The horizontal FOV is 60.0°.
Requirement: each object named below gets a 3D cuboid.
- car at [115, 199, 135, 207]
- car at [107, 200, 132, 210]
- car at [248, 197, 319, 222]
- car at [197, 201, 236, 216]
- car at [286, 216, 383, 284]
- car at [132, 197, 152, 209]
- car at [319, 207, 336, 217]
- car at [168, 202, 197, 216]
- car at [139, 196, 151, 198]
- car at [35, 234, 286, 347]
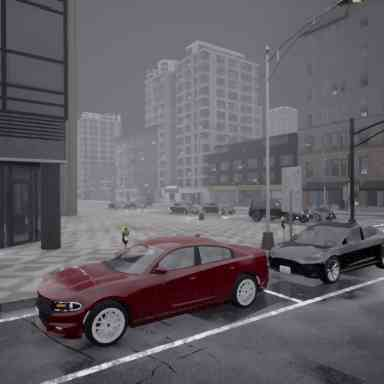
[{"bbox_3d":[-13.858,2.283,68.377,2.033,1.411,5.357,0,0,-35],"label":"car"},{"bbox_3d":[-12.364,2.162,54.842,2.128,1.511,4.902,0,0,-35],"label":"car"},{"bbox_3d":[7.072,1.474,27.208,2.150,2.045,5.566,0,-1,-35],"label":"car"},{"bbox_3d":[3.059,1.882,38.510,1.837,1.490,4.892,0,1,-35],"label":"car"},{"bbox_3d":[4.099,1.564,9.576,4.313,1.339,1.947,0,0,-35],"label":"car"},{"bbox_3d":[-9.361,2.127,56.213,2.128,1.511,4.902,0,-1,-35],"label":"car"},{"bbox_3d":[10.126,1.790,28.521,1.994,1.385,4.181,0,-1,-36],"label":"car"},{"bbox_3d":[-1.035,1.933,38.672,1.837,1.490,4.892,0,0,-35],"label":"car"},{"bbox_3d":[-10.320,1.927,68.998,2.150,2.045,5.566,0,0,-35],"label":"car"},{"bbox_3d":[-0.496,1.544,6.299,4.507,1.381,1.887,0,0,-35],"label":"car"}]
